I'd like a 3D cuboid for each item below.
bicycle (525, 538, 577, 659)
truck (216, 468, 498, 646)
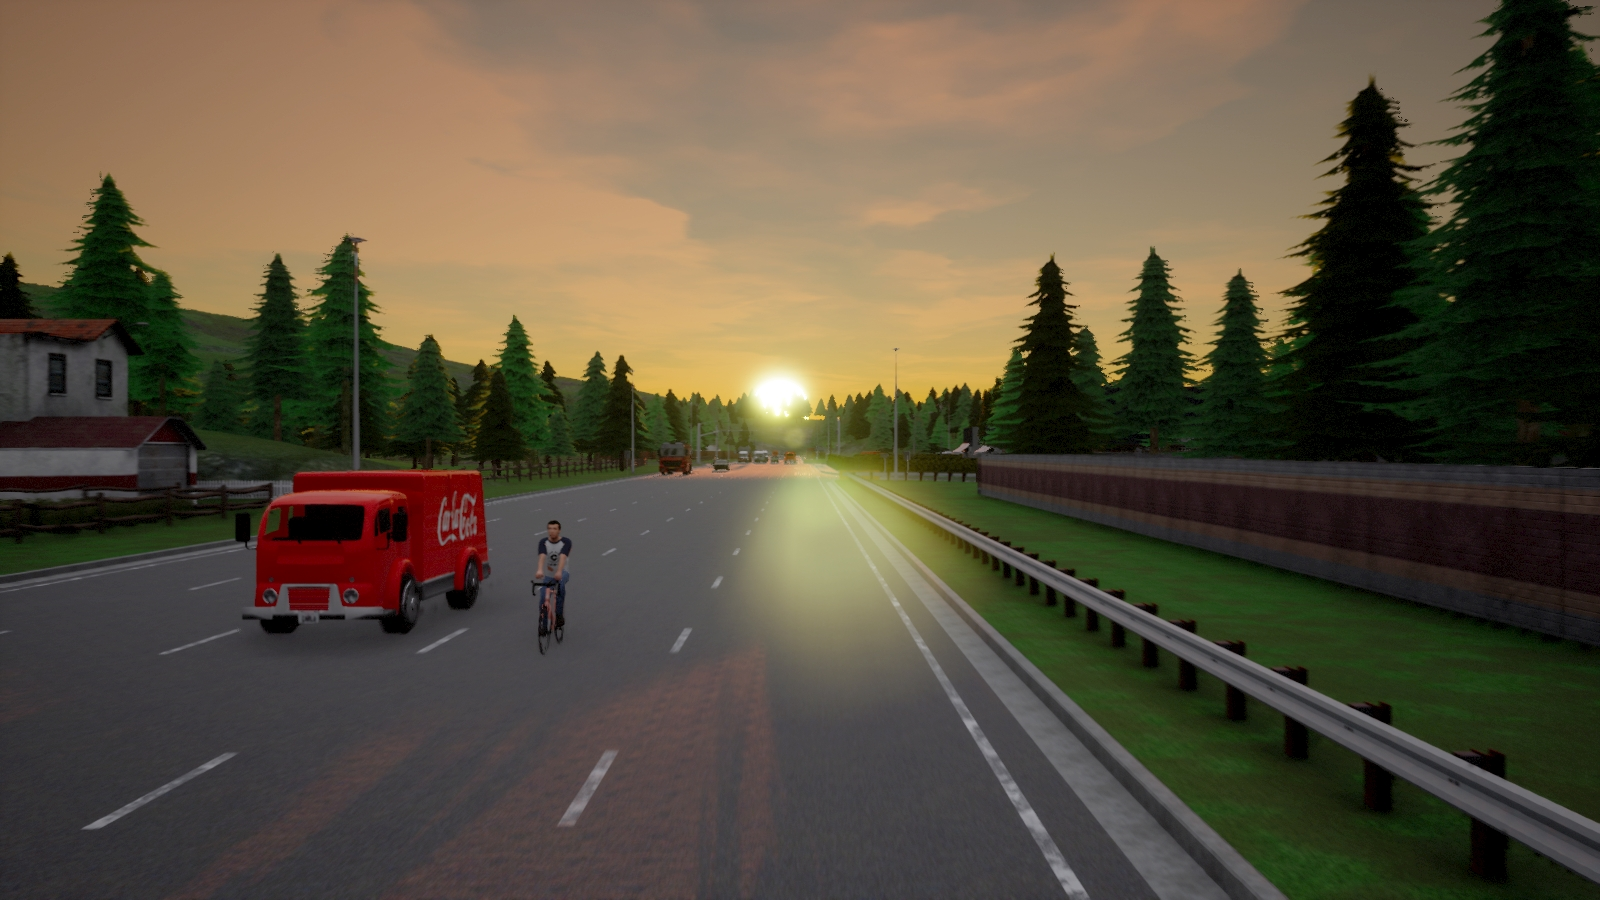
[{"bbox_3d":[-3.499,2.056,16.147,0.373,1.496,1.643,0,0,0],"label":"bicycle"},{"bbox_3d":[-6.997,1.570,18.864,2.627,2.467,5.204,0,0,0],"label":"truck"}]
